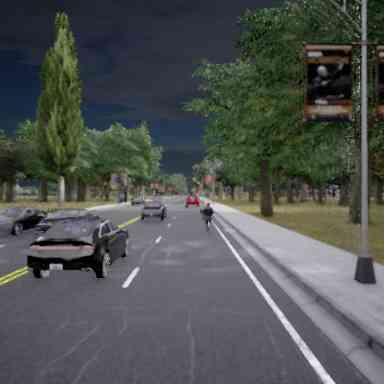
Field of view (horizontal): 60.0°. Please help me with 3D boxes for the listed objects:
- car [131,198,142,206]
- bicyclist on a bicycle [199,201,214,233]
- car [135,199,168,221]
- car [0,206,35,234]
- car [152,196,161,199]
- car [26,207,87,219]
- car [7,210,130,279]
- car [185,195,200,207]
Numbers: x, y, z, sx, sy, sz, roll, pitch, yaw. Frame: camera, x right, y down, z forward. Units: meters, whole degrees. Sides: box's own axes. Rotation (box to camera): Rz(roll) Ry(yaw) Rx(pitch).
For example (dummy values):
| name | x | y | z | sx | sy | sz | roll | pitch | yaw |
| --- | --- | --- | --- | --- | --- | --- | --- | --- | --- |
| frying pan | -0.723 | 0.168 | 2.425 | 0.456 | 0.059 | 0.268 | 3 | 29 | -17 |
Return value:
| name | x | y | z | sx | sy | sz | roll | pitch | yaw |
| --- | --- | --- | --- | --- | --- | --- | --- | --- | --- |
| car | -9.764 | 1.784 | 60.280 | 2.033 | 1.411 | 5.357 | 0 | 0 | 1 |
| bicyclist on a bicycle | 0.898 | 1.442 | 18.245 | 0.659 | 1.776 | 1.843 | 0 | 0 | 0 |
| car | -3.145 | 1.602 | 28.337 | 2.128 | 1.511 | 4.902 | 0 | 0 | 0 |
| car | -9.844 | 1.564 | 18.703 | 2.128 | 1.511 | 4.902 | 0 | 0 | 0 |
| car | -6.529 | 1.589 | 60.368 | 2.097 | 1.767 | 4.553 | 0 | 0 | 1 |
| car | -6.597 | 1.618 | 18.212 | 2.033 | 1.411 | 5.357 | 0 | 0 | 0 |
| car | -3.148 | 1.531 | 10.135 | 2.128 | 1.511 | 4.902 | 0 | 0 | 0 |
| car | 0.112 | 1.435 | 54.344 | 2.150 | 2.045 | 5.566 | 0 | 0 | 0 |
